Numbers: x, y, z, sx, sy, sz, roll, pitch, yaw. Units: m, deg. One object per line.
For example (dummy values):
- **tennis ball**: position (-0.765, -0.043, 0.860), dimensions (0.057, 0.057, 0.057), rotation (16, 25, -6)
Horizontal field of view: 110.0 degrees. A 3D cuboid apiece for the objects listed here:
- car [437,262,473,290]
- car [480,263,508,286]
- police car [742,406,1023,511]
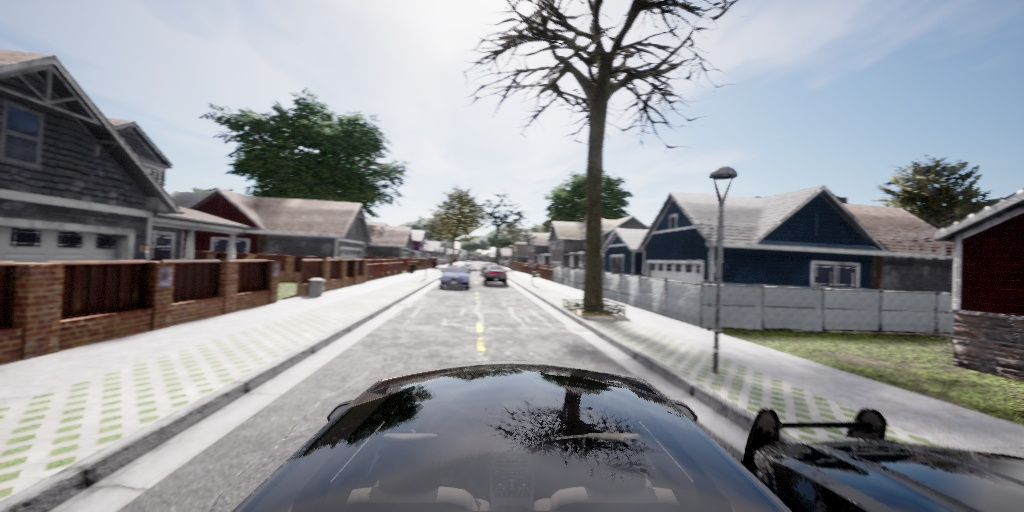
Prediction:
- **car**: position (-3.684, 1.344, 23.640), dimensions (1.812, 1.442, 4.674), rotation (3, -1, -6)
- **car**: position (-1.376, 1.488, 28.734), dimensions (1.837, 1.490, 4.892), rotation (3, 0, -6)
- **police car**: position (2.505, 1.277, 0.241), dimensions (1.930, 1.638, 5.238), rotation (3, -1, -6)
